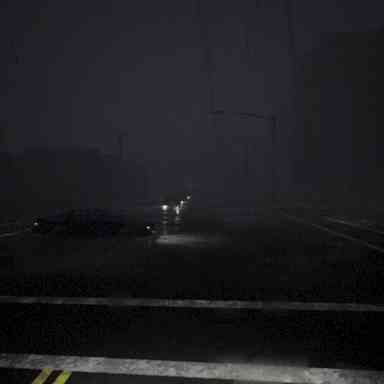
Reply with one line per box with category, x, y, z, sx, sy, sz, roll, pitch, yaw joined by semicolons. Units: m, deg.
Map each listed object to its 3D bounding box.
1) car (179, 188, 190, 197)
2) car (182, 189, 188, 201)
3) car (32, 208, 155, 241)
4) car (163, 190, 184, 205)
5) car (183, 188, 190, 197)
car;-1.478;0.053;69.559;2.097;1.767;4.553;0;1;2
car;-2.103;0.679;50.515;1.994;1.385;4.181;0;1;2
car;-4.447;1.446;15.410;5.357;1.411;2.033;0;1;1
car;-2.388;0.813;41.632;1.837;1.490;4.892;0;1;2
car;-1.801;0.470;59.371;2.033;1.411;5.357;0;1;2
